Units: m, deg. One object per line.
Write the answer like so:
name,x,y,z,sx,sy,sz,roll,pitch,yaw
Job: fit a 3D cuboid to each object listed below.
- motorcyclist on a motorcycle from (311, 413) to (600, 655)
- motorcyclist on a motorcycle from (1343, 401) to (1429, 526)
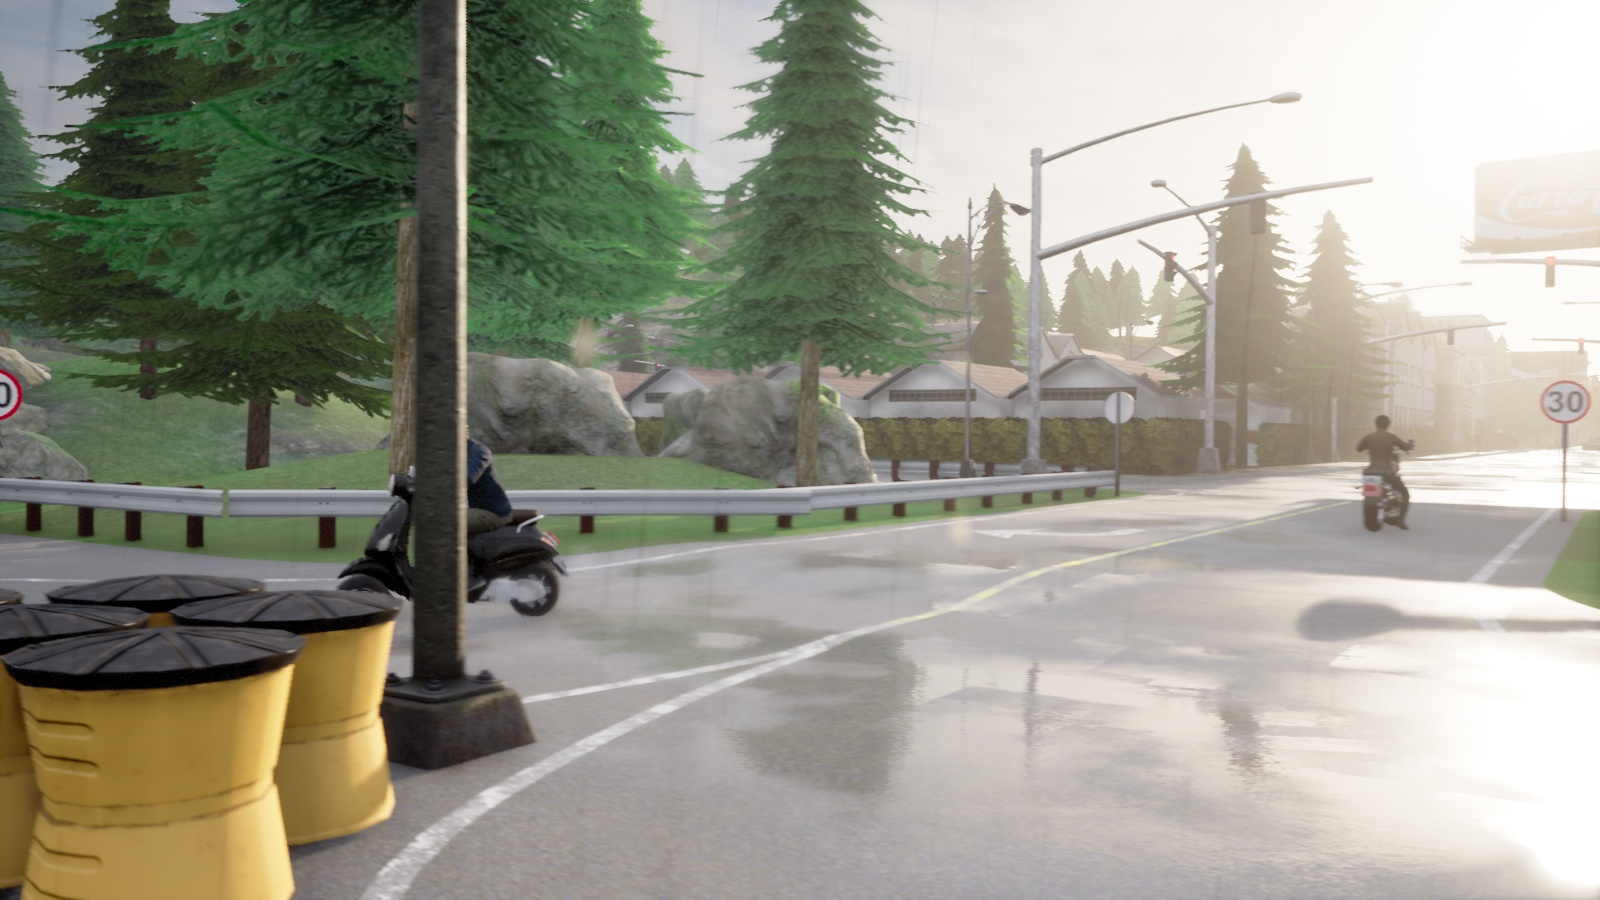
motorcyclist on a motorcycle,-2.543,0.566,9.334,1.817,1.590,0.866,-3,0,-34
motorcyclist on a motorcycle,8.320,0.168,17.780,0.766,1.649,2.350,0,1,33
